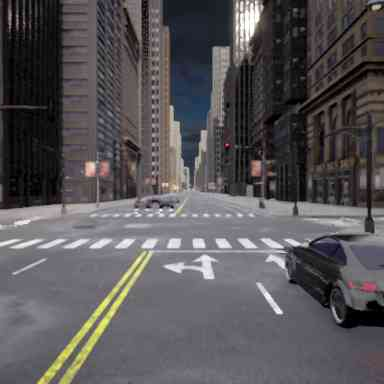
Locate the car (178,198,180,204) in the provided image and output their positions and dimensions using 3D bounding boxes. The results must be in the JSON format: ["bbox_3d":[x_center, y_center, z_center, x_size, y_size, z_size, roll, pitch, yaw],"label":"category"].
[{"bbox_3d":[-3.286,1.412,60.938,2.128,1.511,4.902,0,0,1],"label":"car"}]

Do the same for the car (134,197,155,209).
[{"bbox_3d":[-6.583,1.476,44.778,1.812,1.442,4.674,0,0,0],"label":"car"}]

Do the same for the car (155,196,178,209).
[{"bbox_3d":[-3.336,1.497,44.621,2.033,1.411,5.357,0,0,0],"label":"car"}]

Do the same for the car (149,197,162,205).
[{"bbox_3d":[-6.537,1.525,60.151,1.895,1.301,4.718,0,0,1],"label":"car"}]

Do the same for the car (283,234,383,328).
[{"bbox_3d":[3.350,1.559,6.962,1.994,1.385,4.181,0,0,0],"label":"car"}]
